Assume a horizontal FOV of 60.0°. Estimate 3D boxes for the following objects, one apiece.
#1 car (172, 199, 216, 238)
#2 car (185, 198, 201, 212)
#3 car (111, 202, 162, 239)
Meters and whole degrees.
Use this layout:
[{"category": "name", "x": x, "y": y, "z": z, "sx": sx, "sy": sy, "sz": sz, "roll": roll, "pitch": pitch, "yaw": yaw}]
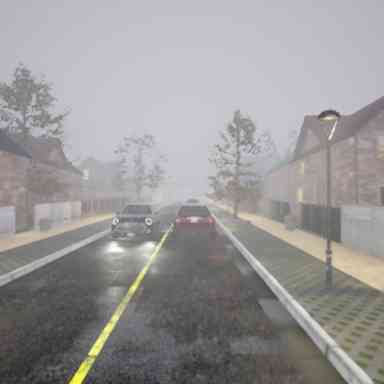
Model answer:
[{"category": "car", "x": 0.104, "y": 1.378, "z": 17.812, "sx": 2.097, "sy": 1.767, "sz": 4.553, "roll": 0, "pitch": 0, "yaw": 0}, {"category": "car", "x": 0.108, "y": 1.555, "z": 41.825, "sx": 1.882, "sy": 1.535, "sz": 5.008, "roll": 0, "pitch": 0, "yaw": 0}, {"category": "car", "x": -2.795, "y": 1.378, "z": 17.537, "sx": 2.097, "sy": 1.767, "sz": 4.553, "roll": 0, "pitch": 0, "yaw": 1}]
